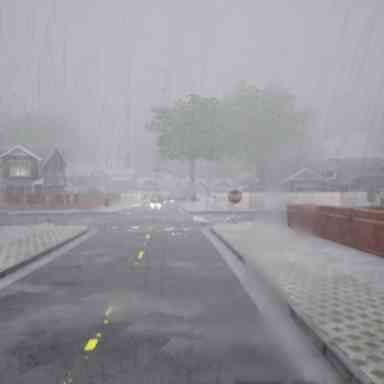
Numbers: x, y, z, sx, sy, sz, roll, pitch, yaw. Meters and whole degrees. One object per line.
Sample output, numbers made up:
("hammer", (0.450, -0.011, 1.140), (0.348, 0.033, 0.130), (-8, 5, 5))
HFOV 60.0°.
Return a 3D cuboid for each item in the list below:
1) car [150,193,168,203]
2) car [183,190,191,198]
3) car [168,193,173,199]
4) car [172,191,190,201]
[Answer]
("car", (-5.867, 1.110, 56.214), (2.128, 1.511, 4.902), (0, 0, 2))
("car", (-0.987, 0.534, 79.487), (2.150, 2.045, 5.566), (0, 1, 10))
("car", (-4.797, 1.008, 71.498), (1.837, 1.490, 4.892), (0, 0, 5))
("car", (-2.227, 1.084, 69.624), (1.994, 1.385, 4.181), (0, 0, 7))
